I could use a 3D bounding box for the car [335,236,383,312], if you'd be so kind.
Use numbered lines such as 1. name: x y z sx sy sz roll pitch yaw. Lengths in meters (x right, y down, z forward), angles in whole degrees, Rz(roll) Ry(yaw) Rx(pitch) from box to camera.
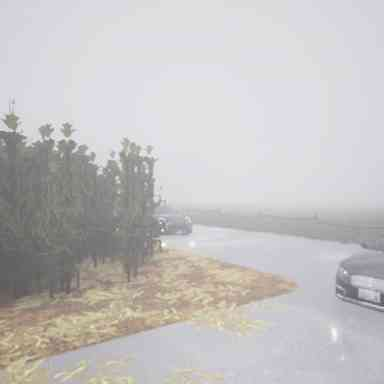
1. car: 5.016 1.524 7.092 4.902 1.511 2.128 1 -1 -35

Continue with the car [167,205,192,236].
1. car: -1.926 1.443 18.373 2.097 1.767 4.553 0 -1 -35
